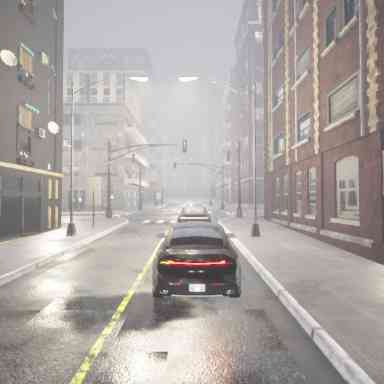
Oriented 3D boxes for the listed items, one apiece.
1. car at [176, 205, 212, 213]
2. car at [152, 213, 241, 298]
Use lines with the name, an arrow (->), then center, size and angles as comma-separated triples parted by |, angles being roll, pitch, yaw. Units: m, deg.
car -> 0.130, 1.511, 18.913 | 2.128, 1.511, 4.902 | 0, 0, 0
car -> 0.106, 1.511, 8.521 | 1.837, 1.490, 4.892 | 0, 0, 0
